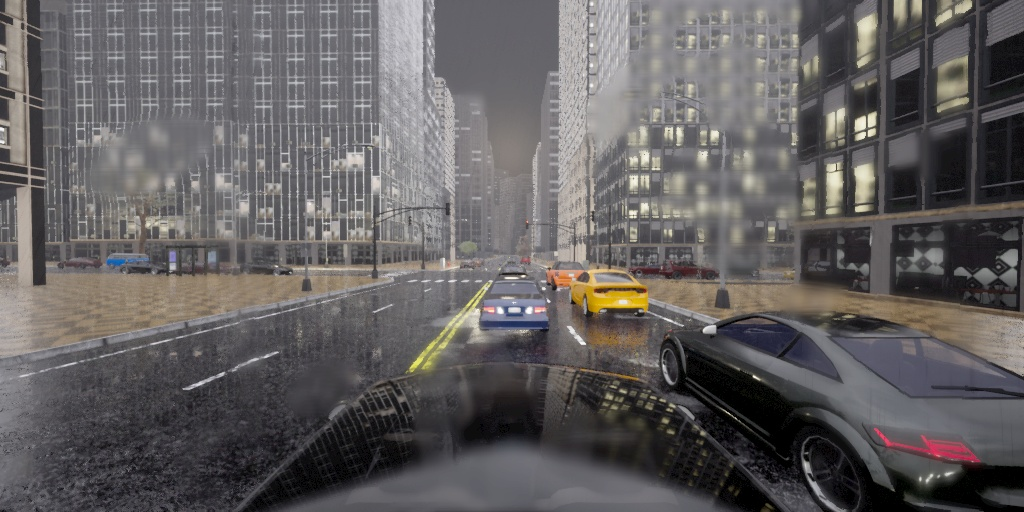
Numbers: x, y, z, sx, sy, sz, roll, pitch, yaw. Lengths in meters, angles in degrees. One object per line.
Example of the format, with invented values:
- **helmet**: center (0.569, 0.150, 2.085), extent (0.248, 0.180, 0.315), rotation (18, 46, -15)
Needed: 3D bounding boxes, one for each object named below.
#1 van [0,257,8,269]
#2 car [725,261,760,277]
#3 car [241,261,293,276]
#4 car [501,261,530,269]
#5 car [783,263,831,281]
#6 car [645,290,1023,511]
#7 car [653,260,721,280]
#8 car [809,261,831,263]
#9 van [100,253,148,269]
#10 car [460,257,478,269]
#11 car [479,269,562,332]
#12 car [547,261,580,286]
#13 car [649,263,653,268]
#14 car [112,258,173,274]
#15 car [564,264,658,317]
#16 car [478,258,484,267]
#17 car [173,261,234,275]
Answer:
- **van**: center (-51.194, 0.686, 34.031), extent (3.998, 1.789, 1.690), rotation (0, 0, 1)
- **car**: center (23.914, 1.280, 38.565), extent (4.553, 1.767, 2.097), rotation (1, 1, 1)
- **car**: center (-22.784, 1.172, 33.374), extent (4.313, 1.339, 1.948), rotation (0, 0, 1)
- **car**: center (0.070, 1.232, 20.554), extent (2.128, 1.511, 4.902), rotation (0, 0, 0)
- **car**: center (27.591, 1.577, 32.733), extent (4.829, 1.417, 1.751), rotation (0, 0, 1)
- **car**: center (3.341, 1.313, 4.122), extent (1.994, 1.385, 4.181), rotation (0, 0, 0)
- **car**: center (16.142, 1.268, 32.911), extent (5.009, 1.841, 2.192), rotation (0, 0, 1)
- **car**: center (32.662, 1.356, 38.423), extent (4.553, 1.767, 2.097), rotation (0, 1, 1)
- **van**: center (-45.354, 0.604, 42.303), extent (3.998, 1.789, 1.690), rotation (0, 0, 1)
- **car**: center (-6.679, 1.277, 54.328), extent (1.994, 1.385, 4.181), rotation (0, 0, 0)
- **car**: center (0.086, 1.294, 10.802), extent (2.033, 1.411, 5.357), rotation (0, 0, 1)
- **car**: center (3.316, 1.091, 22.212), extent (2.097, 1.767, 4.553), rotation (0, 0, 0)
- **car**: center (15.018, 1.450, 38.737), extent (4.718, 1.301, 1.895), rotation (1, 1, 2)
- **car**: center (-34.149, 1.068, 33.661), extent (4.313, 1.339, 1.948), rotation (0, 0, 1)
- **car**: center (3.331, 1.222, 13.207), extent (1.882, 1.535, 5.008), rotation (0, 0, 0)
- **car**: center (-6.665, 1.053, 64.329), extent (2.097, 1.767, 4.553), rotation (0, 0, 0)
- **car**: center (-28.468, 1.137, 33.497), extent (4.207, 1.307, 1.802), rotation (0, 0, 1)
